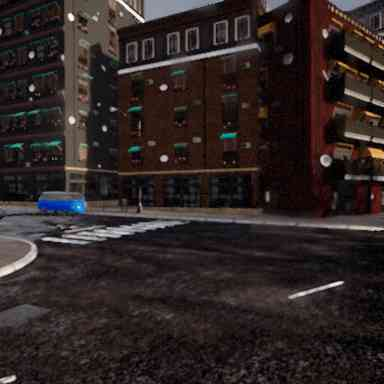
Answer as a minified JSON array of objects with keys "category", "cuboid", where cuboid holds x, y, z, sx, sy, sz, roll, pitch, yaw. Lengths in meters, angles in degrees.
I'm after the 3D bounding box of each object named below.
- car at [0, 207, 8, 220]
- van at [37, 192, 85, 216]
[{"category":"car","cuboid":[-14.278,1.181,21.696,4.718,1.301,1.895,1,1,25]},{"category":"van","cuboid":[-10.337,0.903,26.257,3.998,1.788,1.690,1,0,25]}]
